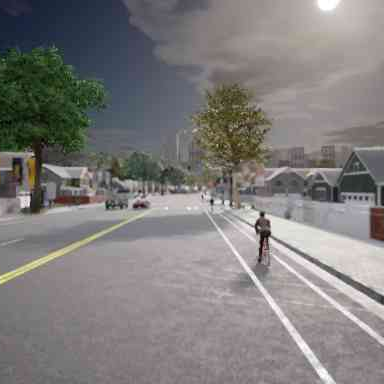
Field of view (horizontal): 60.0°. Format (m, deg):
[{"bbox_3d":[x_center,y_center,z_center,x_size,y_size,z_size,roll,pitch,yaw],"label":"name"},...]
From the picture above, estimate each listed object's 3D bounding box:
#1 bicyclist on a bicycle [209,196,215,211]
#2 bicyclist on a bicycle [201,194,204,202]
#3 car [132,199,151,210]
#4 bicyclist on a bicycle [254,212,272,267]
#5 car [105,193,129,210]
[{"bbox_3d":[2.239,1.357,37.454,0.659,1.776,1.843,0,0,0],"label":"bicyclist on a bicycle"},{"bbox_3d":[2.231,1.319,71.436,0.659,1.776,1.843,0,0,0],"label":"bicyclist on a bicycle"},{"bbox_3d":[-6.519,1.584,43.335,1.895,1.301,4.718,0,0,0],"label":"car"},{"bbox_3d":[2.247,1.450,10.501,0.582,1.620,1.656,0,0,0],"label":"bicyclist on a bicycle"},{"bbox_3d":[-9.766,1.203,43.818,2.150,2.045,5.566,0,0,0],"label":"car"}]
